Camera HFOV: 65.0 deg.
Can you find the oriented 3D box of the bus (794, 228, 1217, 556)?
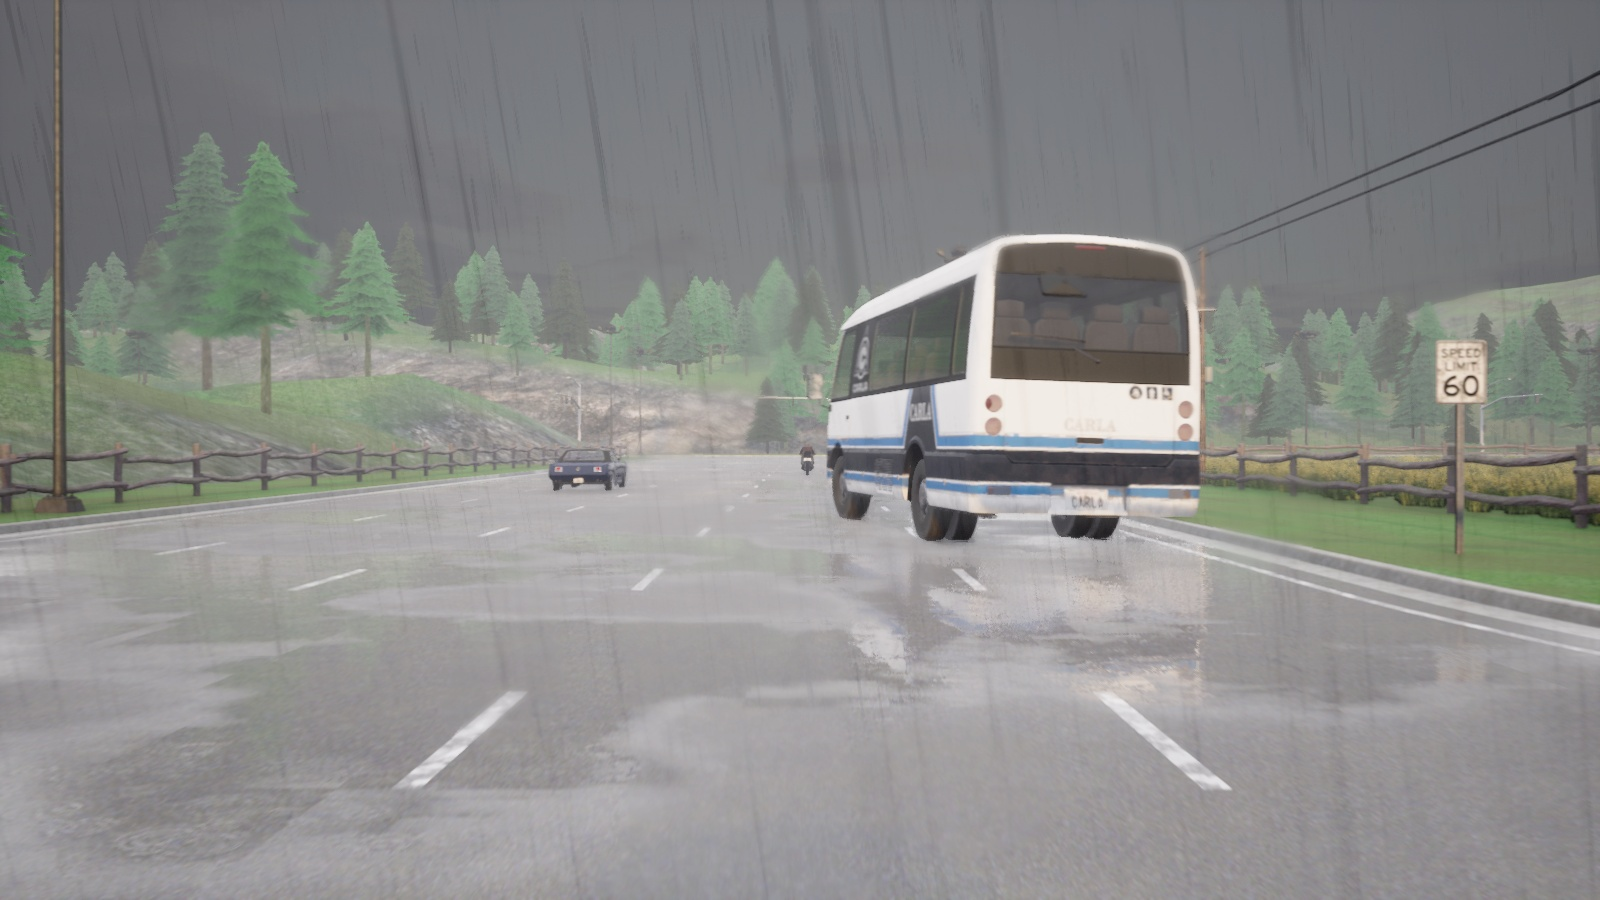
[{"bbox_3d":[2.781,-0.751,21.838,3.944,4.253,10.273,1,0,-10],"label":"bus"}]

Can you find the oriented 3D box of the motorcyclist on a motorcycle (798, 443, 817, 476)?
[{"bbox_3d":[0.348,0.449,59.101,0.866,1.530,2.191,0,0,0],"label":"motorcyclist on a motorcycle"}]

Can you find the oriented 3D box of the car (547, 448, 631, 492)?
[{"bbox_3d":[-6.756,0.612,40.677,1.895,1.301,4.718,0,0,0],"label":"car"}]
